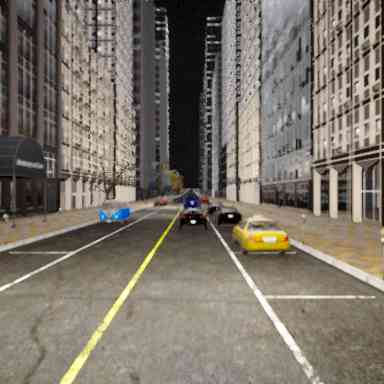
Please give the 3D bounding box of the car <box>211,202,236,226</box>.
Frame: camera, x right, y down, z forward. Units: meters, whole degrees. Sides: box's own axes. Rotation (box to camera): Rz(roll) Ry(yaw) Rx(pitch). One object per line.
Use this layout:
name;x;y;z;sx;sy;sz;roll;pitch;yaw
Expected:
car;2.653;1.717;24.962;1.947;1.339;4.313;0;0;0

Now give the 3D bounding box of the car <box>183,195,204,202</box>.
car;0.043;1.455;40.729;2.150;2.045;5.566;0;-1;0

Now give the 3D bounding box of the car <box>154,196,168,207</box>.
car;-5.772;1.878;59.143;1.887;1.381;4.507;0;0;0

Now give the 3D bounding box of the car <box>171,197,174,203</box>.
car;-5.795;1.853;76.238;1.967;1.590;4.097;0;0;0

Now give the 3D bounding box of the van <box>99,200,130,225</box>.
van;-5.728;1.492;24.956;1.690;1.788;3.998;0;0;0

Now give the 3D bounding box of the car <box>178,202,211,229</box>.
car;0.069;1.662;22.432;1.812;1.442;4.674;0;0;0

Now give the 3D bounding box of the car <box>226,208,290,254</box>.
car;2.668;1.611;13.736;1.752;1.417;4.829;0;0;0

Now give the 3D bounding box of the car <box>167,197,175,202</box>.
car;-5.818;2.035;93.334;2.008;1.369;4.403;0;0;0

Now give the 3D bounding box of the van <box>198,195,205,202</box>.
van;2.570;1.802;87.644;1.690;1.788;3.998;0;0;0

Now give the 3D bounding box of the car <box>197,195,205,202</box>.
car;2.563;1.799;93.343;2.192;1.841;5.009;0;0;0

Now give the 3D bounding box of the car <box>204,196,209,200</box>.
car;2.593;1.702;70.549;2.192;1.841;5.009;0;0;0

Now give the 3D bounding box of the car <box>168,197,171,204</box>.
car;-5.781;1.676;64.843;2.192;1.841;5.009;0;0;0

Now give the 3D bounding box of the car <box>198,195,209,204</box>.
car;2.585;1.728;76.248;2.192;1.841;5.009;0;0;0

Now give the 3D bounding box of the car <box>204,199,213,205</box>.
car;2.638;1.780;36.358;1.947;1.339;4.313;0;0;0
